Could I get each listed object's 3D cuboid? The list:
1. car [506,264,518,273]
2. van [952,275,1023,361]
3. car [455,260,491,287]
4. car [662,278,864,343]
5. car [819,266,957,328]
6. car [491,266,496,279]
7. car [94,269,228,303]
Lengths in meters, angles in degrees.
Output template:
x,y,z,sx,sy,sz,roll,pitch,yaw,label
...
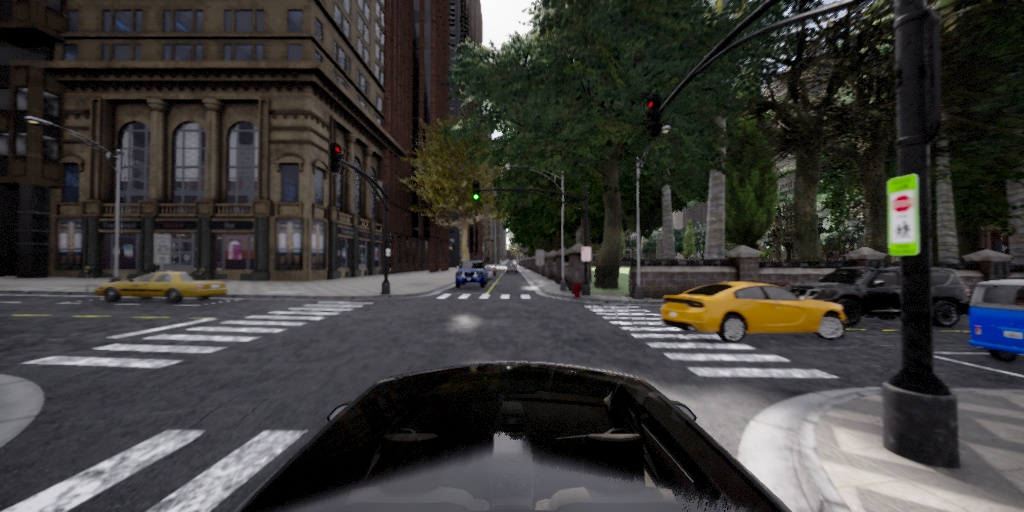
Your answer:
x,y,z,sx,sy,sz,roll,pitch,yaw,label
-0.001,2.175,59.976,2.033,1.411,5.357,0,-1,0,car
11.867,1.371,7.147,3.998,1.789,1.690,0,0,0,van
-3.107,1.351,28.527,2.150,2.045,5.566,0,-1,0,car
6.820,1.479,10.208,5.008,1.535,1.882,1,-4,-11,car
13.000,1.376,13.023,5.566,2.045,2.150,1,-1,0,car
-3.073,1.880,38.338,1.895,1.301,4.718,0,-1,0,car
-15.370,1.261,15.774,4.829,1.417,1.751,0,0,0,car
